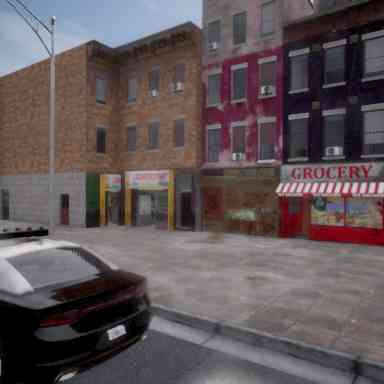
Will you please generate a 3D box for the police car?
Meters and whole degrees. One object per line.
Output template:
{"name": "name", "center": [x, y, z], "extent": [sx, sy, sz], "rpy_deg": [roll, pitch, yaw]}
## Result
{"name": "police car", "center": [-2.981, 1.424, 5.409], "extent": [5.238, 1.638, 1.930], "rpy_deg": [0, 0, 36]}
